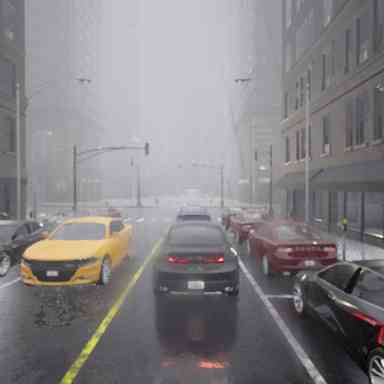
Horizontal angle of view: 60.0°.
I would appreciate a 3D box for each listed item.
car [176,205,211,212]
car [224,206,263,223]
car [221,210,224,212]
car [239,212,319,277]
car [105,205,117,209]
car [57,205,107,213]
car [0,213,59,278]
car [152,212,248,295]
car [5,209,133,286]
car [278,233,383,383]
[{"bbox_3d":[0.099,1.467,19.076,1.882,1.535,5.008,0,0,1],"label":"car"},{"bbox_3d":[2.803,1.536,15.572,1.887,1.381,4.507,-1,0,0],"label":"car"},{"bbox_3d":[2.820,1.533,21.078,1.887,1.381,4.507,-1,0,0],"label":"car"},{"bbox_3d":[2.785,1.539,10.067,1.887,1.381,4.507,-1,0,0],"label":"car"},{"bbox_3d":[-5.705,1.534,21.105,1.887,1.381,4.507,-1,0,0],"label":"car"},{"bbox_3d":[-5.722,1.542,15.599,2.008,1.369,4.403,-1,0,0],"label":"car"},{"bbox_3d":[-5.740,1.560,10.094,1.947,1.339,4.313,-1,0,0],"label":"car"},{"bbox_3d":[0.096,1.500,8.676,1.837,1.490,4.892,0,0,0],"label":"car"},{"bbox_3d":[-2.968,1.472,9.581,1.882,1.535,5.008,0,0,0],"label":"car"},{"bbox_3d":[2.768,1.563,4.562,1.947,1.339,4.313,-1,0,0],"label":"car"}]
